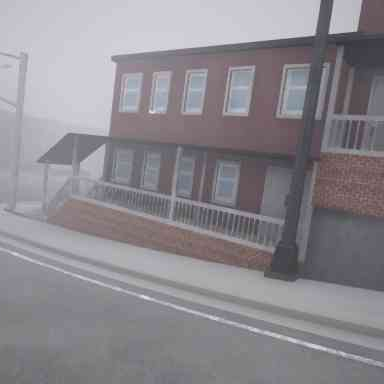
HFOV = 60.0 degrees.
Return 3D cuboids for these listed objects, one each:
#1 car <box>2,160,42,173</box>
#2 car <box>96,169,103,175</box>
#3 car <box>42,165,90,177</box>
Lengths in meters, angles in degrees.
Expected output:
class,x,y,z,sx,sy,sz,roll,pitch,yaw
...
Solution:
class,x,y,z,sx,sy,sz,roll,pitch,yaw
car,-18.966,-2.947,38.163,1.895,1.301,4.718,11,7,35
car,-11.593,-2.938,48.388,1.895,1.301,4.718,11,7,35
car,-14.358,-2.382,38.650,1.895,1.301,4.718,11,7,35
